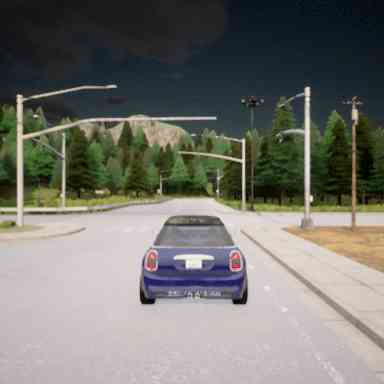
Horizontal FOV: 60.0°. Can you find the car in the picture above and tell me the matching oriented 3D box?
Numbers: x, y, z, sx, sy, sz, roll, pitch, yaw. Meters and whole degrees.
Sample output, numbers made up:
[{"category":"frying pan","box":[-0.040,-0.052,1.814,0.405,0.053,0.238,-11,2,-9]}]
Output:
[{"category":"car","box":[0.052,1.335,8.239,2.097,1.767,4.553,0,0,1]}]
